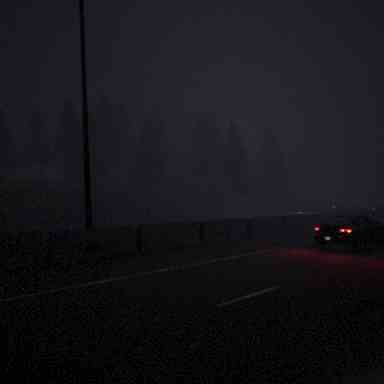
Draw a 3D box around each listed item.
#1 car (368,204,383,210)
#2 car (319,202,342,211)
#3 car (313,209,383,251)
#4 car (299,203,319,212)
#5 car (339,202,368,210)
[{"bbox_3d":[27.054,2.377,46.623,4.892,1.490,1.837,2,-2,-41],"label":"car"},{"bbox_3d":[22.187,2.326,51.660,4.553,1.767,2.097,2,-2,-41],"label":"car"},{"bbox_3d":[7.215,1.702,14.953,4.674,1.442,1.812,1,-1,-41],"label":"car"},{"bbox_3d":[19.552,2.567,53.988,5.357,1.411,2.033,2,-2,-41],"label":"car"},{"bbox_3d":[23.846,2.500,48.463,4.718,1.301,1.895,2,-2,-41],"label":"car"}]
